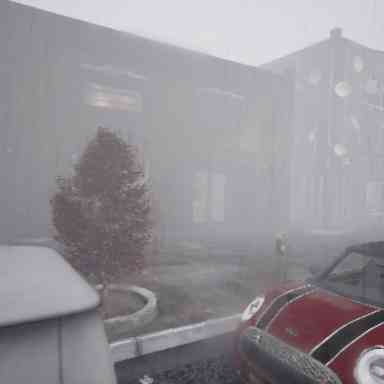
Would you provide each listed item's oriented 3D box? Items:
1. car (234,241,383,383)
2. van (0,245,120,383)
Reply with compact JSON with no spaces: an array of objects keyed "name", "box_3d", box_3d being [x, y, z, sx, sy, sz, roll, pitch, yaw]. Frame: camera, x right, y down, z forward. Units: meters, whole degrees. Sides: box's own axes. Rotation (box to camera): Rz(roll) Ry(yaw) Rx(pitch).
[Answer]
[{"name":"car","box_3d":[2.482,1.389,4.059,4.097,1.590,1.967,1,2,-32]},{"name":"van","box_3d":[-2.237,1.205,1.144,3.998,1.788,1.690,1,2,-32]}]
